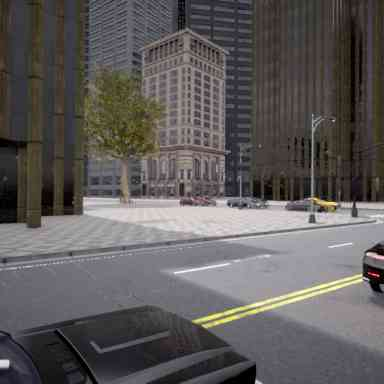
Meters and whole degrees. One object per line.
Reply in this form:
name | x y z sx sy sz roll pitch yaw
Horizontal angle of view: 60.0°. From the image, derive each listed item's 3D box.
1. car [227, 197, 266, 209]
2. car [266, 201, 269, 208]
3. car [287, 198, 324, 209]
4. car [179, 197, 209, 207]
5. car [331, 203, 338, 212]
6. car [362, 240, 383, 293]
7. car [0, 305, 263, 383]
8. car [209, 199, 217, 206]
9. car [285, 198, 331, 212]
car | 6.655 1.444 42.985 2.128 1.511 4.902 1 0 -40
car | 8.414 1.476 45.945 2.128 1.511 4.902 1 0 -40
car | 16.059 1.577 47.237 1.812 1.442 4.674 1 0 -39
car | -0.027 1.475 50.839 1.812 1.442 4.674 1 0 -41
car | 14.395 1.462 38.573 1.882 1.535 5.008 1 0 -38
car | 5.816 1.492 7.584 4.902 1.511 2.128 0 0 -35
car | -1.706 1.601 2.224 4.718 1.301 1.895 0 0 -36
car | 1.914 1.507 53.541 1.812 1.442 4.674 1 0 -41
car | 12.245 1.516 36.038 1.994 1.385 4.181 1 0 -39
